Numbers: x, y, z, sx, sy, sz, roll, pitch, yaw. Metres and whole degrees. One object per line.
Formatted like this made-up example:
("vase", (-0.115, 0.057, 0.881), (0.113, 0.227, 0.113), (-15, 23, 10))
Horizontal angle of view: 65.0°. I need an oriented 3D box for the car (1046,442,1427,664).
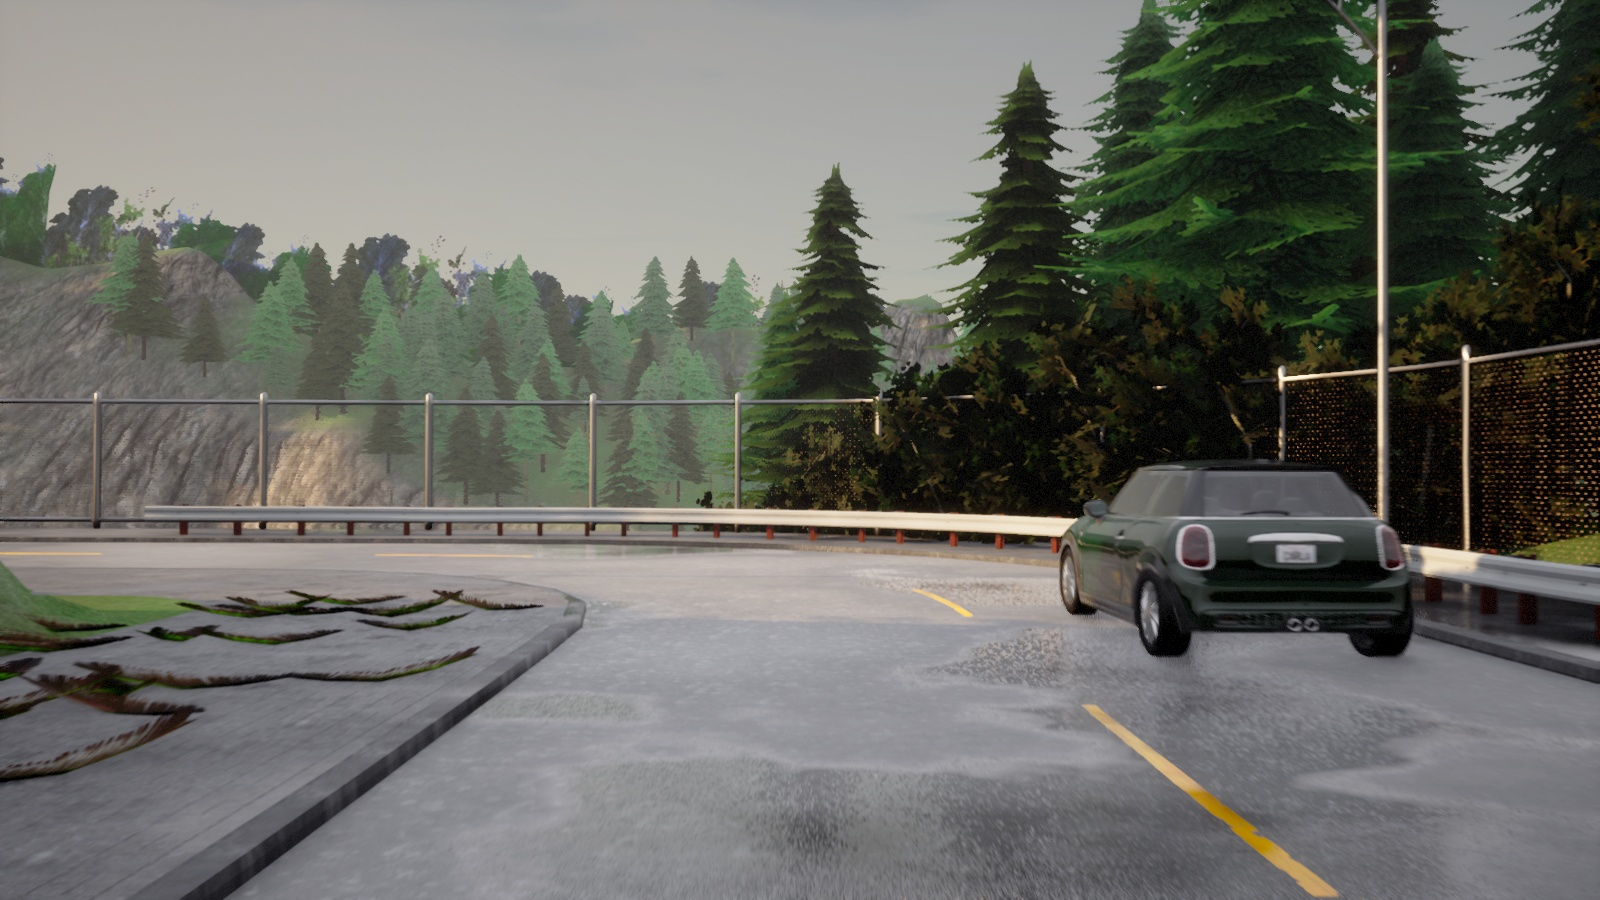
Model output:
("car", (3.947, 0.864, 12.346), (2.097, 1.767, 4.553), (0, -1, -1))
